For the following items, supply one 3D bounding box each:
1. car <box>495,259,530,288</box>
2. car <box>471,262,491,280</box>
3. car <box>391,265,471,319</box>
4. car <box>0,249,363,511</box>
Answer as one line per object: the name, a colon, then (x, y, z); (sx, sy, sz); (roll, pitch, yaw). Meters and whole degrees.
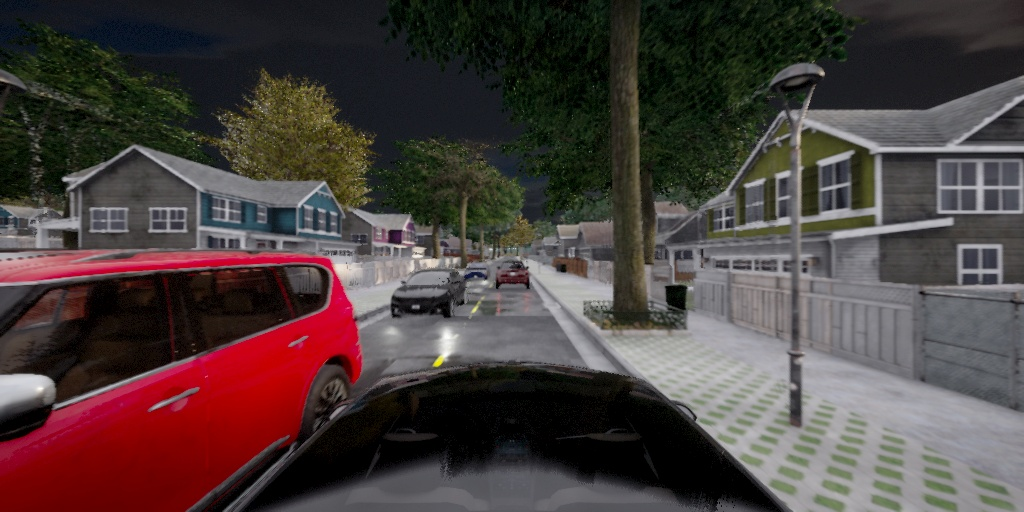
car: (0.061, 1.059, 23.137); (2.097, 1.767, 4.553); (0, 0, 1)
car: (-2.776, 1.226, 30.392); (2.033, 1.411, 5.357); (0, 0, 1)
car: (-2.818, 1.214, 13.036); (1.882, 1.535, 5.008); (0, 0, 0)
car: (-2.845, 0.969, 2.035); (2.150, 2.045, 5.566); (0, 0, 0)
